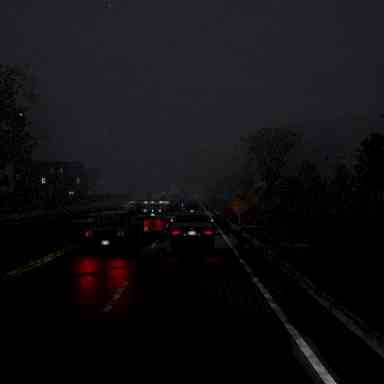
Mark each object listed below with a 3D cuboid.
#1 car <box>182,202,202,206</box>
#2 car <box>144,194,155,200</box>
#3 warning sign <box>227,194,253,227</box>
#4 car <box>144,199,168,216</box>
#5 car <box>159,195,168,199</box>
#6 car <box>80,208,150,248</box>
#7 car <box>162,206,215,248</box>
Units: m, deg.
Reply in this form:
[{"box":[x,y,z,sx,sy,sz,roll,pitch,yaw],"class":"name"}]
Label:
[{"box":[0.001,1.547,29.668,1.994,1.385,4.181,0,0,0],"class":"car"},{"box":[-9.749,1.206,76.784,2.097,1.767,4.553,0,0,0],"class":"car"},{"box":[2.882,1.100,20.140,1.300,1.860,1.060,2,2,0],"class":"warning sign"},{"box":[-3.249,1.591,29.697,1.895,1.301,4.718,0,0,0],"class":"car"},{"box":[-6.499,1.403,76.754,1.994,1.385,4.181,0,0,0],"class":"car"},{"box":[-3.250,1.606,14.689,1.895,1.301,4.718,0,0,0],"class":"car"},{"box":[0.000,1.552,14.659,2.033,1.411,5.357,0,0,0],"class":"car"}]
